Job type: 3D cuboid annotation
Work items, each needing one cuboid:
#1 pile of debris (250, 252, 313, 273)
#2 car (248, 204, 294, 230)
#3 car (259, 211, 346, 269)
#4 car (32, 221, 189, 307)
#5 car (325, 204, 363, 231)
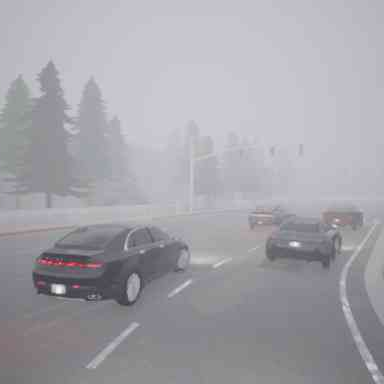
[{"bbox_3d":[2.851,2.178,10.396,1.500,0.140,1.860,1,0,29],"label":"pile of debris"},{"bbox_3d":[4.977,1.491,20.237,2.128,1.511,4.902,1,0,31],"label":"car"},{"bbox_3d":[3.977,1.550,11.530,1.994,1.385,4.181,2,0,28],"label":"car"},{"bbox_3d":[-1.555,1.471,8.083,1.837,1.490,4.892,0,-1,18],"label":"car"},{"bbox_3d":[9.748,1.517,21.380,1.882,1.535,5.008,1,0,33],"label":"car"}]
